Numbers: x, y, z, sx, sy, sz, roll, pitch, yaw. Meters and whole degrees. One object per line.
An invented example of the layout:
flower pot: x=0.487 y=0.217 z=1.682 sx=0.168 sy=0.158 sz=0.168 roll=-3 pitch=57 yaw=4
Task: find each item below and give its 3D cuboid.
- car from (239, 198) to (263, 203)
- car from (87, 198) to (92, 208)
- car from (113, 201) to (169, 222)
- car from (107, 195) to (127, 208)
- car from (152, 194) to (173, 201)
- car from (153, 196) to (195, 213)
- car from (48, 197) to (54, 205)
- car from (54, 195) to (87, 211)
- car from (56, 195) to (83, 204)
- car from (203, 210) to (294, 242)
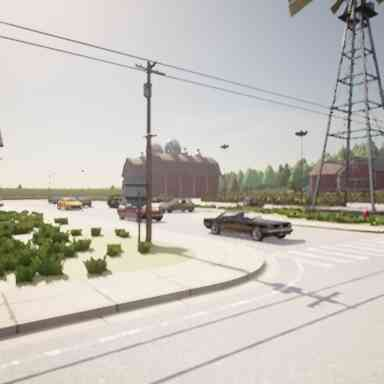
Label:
car: x=7.997 y=1.527 z=44.950 sx=3.905 sy=1.438 sz=1.784 roll=0 pitch=0 yaw=-36
car: x=-16.166 y=1.495 z=48.448 sx=2.128 sy=1.511 sz=4.902 roll=0 pitch=0 yaw=-37
car: x=-4.078 y=1.603 z=25.901 sx=1.895 sy=1.301 sz=4.718 roll=0 pitch=0 yaw=-36
car: x=-10.101 y=1.317 z=46.937 sx=3.866 sy=1.878 sz=1.905 roll=0 pitch=0 yaw=-36
car: x=-5.421 y=1.316 z=62.987 sx=4.605 sy=1.855 sz=1.932 roll=0 pitch=0 yaw=-36
car: x=-1.682 y=1.509 z=36.391 sx=4.193 sy=1.474 sz=1.816 roll=0 pitch=0 yaw=-36
car: x=-24.223 y=1.551 z=59.325 sx=2.033 sy=1.411 sz=5.357 roll=0 pitch=0 yaw=-36
car: x=-14.884 y=1.480 z=40.537 sx=1.882 sy=1.535 sz=5.008 roll=0 pitch=0 yaw=-36
car: x=-24.393 y=1.485 z=66.474 sx=4.611 sy=1.667 sz=2.242 roll=0 pitch=0 yaw=-36
car: x=2.705 y=1.603 z=16.761 sx=1.895 sy=1.301 sz=4.718 roll=0 pitch=0 yaw=-37
